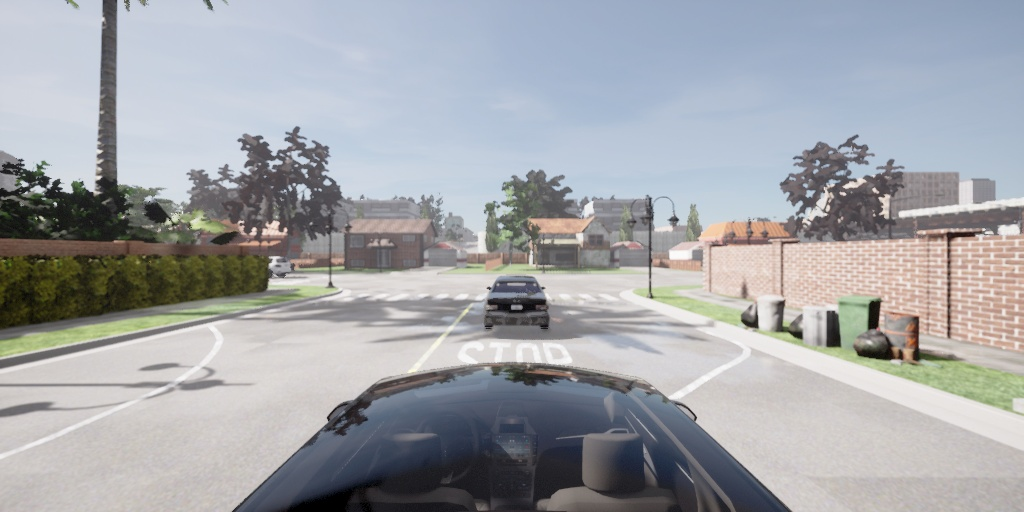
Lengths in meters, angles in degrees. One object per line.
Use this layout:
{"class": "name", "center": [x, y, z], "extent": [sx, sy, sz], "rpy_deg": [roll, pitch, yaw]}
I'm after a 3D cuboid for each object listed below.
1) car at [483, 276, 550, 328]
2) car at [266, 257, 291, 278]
{"class": "car", "center": [0.128, 1.328, 11.396], "extent": [2.033, 1.411, 5.357], "rpy_deg": [0, 0, 0]}
{"class": "car", "center": [-24.384, 1.100, 34.512], "extent": [5.566, 2.045, 2.150], "rpy_deg": [0, 0, 1]}
